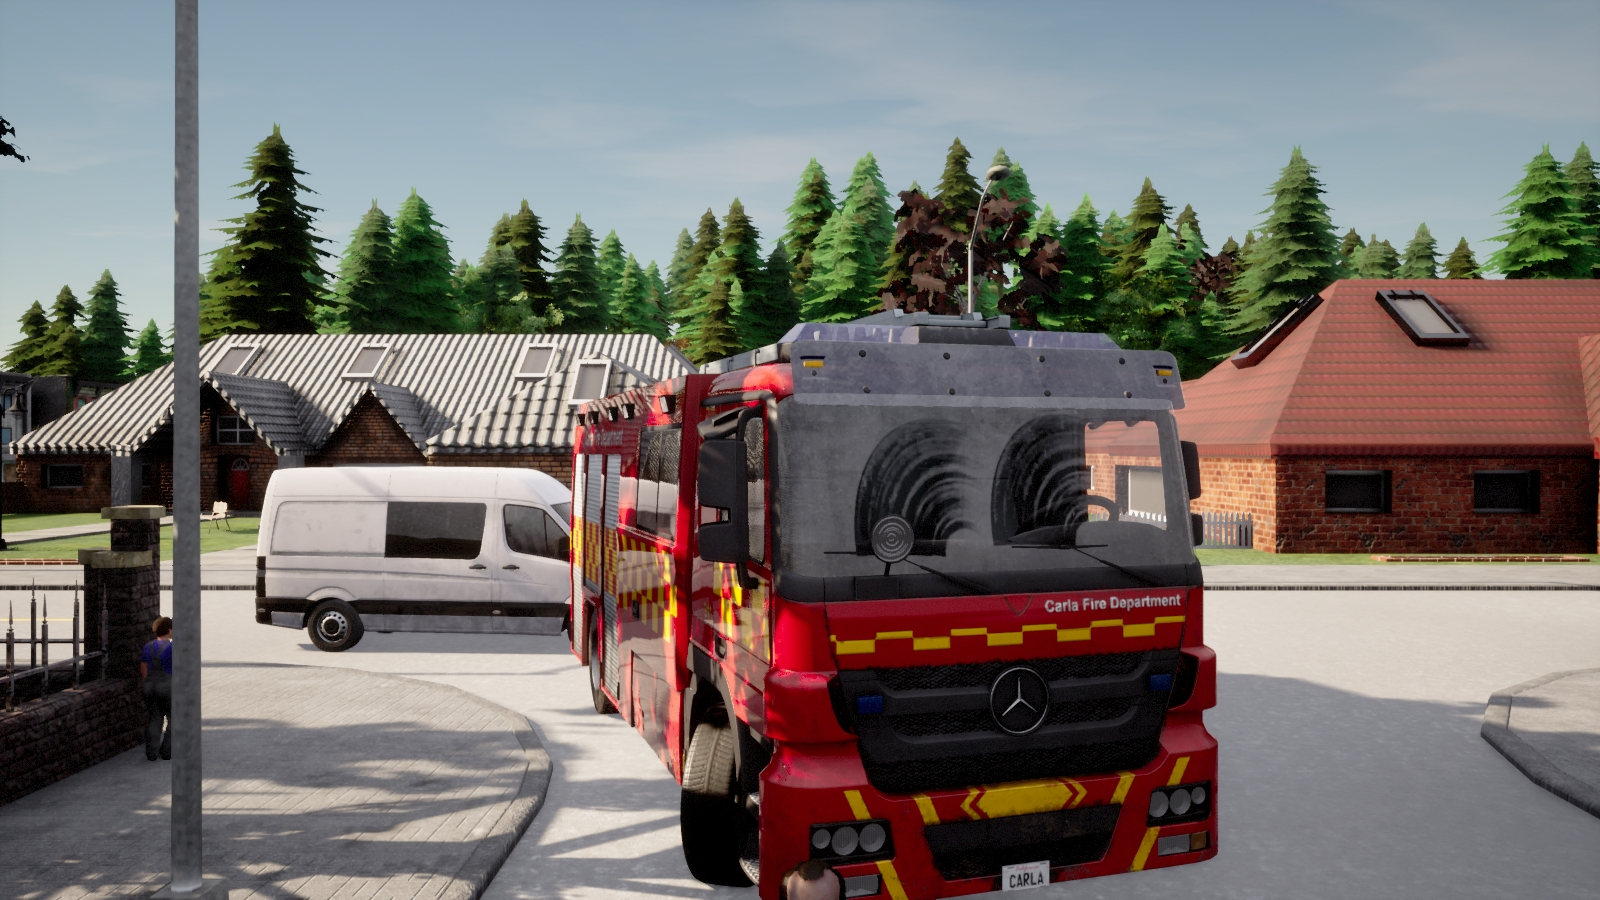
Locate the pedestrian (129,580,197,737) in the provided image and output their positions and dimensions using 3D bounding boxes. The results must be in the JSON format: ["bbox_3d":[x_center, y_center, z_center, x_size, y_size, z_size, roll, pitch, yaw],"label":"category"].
[{"bbox_3d":[-5.561,1.806,9.982,0.375,1.300,0.375,0,0,7],"label":"pedestrian"}]

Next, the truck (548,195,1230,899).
[{"bbox_3d":[-0.279,0.670,10.050,2.891,3.827,8.468,0,0,-19],"label":"truck"}]

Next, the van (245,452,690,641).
[{"bbox_3d":[-4.701,1.314,16.673,5.915,2.561,1.988,0,0,4],"label":"van"}]
